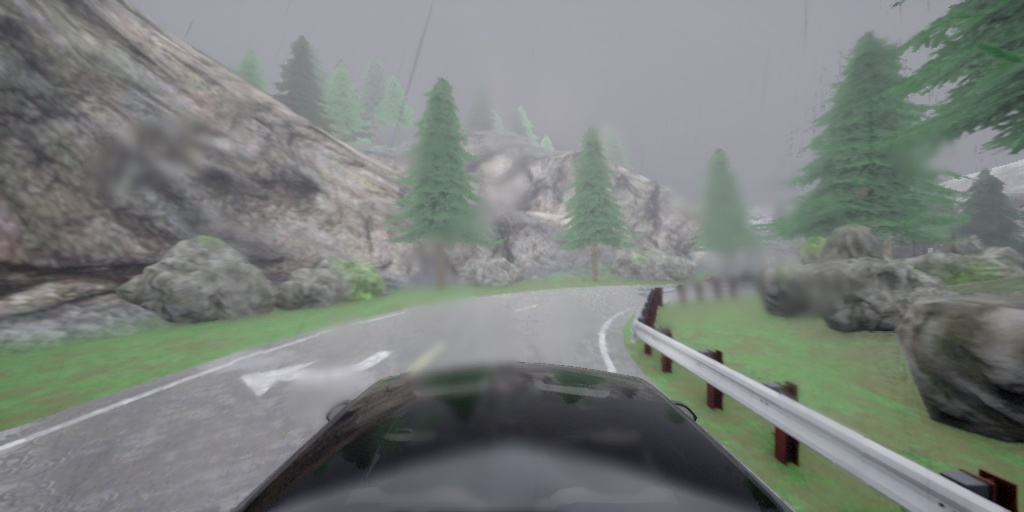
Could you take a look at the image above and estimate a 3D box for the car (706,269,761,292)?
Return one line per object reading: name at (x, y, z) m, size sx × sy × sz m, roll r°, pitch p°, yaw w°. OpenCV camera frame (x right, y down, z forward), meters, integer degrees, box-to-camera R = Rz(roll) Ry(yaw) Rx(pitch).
car at (14.430, 1.439, 21.598) m, size 4.718 × 1.301 × 1.895 m, roll 0°, pitch 0°, yaw -9°
